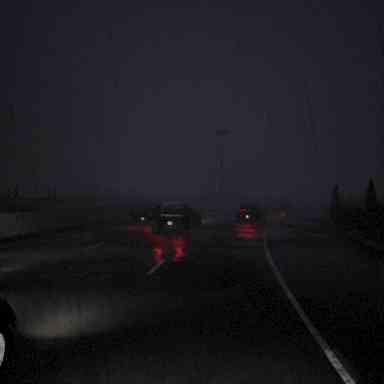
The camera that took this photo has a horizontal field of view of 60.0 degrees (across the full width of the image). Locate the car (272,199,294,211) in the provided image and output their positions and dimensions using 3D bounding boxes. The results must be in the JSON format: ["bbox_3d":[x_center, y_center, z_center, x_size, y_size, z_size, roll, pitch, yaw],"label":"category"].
[{"bbox_3d":[11.321,1.580,41.299,1.812,1.442,4.674,0,0,29],"label":"car"}]

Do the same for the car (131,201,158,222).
[{"bbox_3d":[-2.870,1.603,25.770,1.895,1.301,4.718,0,0,16],"label":"car"}]

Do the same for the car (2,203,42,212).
[{"bbox_3d":[-13.943,1.568,25.734,1.895,1.301,4.718,0,0,15],"label":"car"}]

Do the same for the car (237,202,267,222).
[{"bbox_3d":[4.802,1.533,26.638,1.837,1.490,4.892,0,0,18],"label":"car"}]

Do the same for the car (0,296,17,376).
[{"bbox_3d":[-3.226,1.496,2.365,1.837,1.490,4.892,0,0,2],"label":"car"}]

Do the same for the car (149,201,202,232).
[{"bbox_3d":[-0.653,1.499,20.507,2.128,1.511,4.902,0,0,13],"label":"car"}]

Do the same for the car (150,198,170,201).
[{"bbox_3d":[-4.249,1.482,42.090,1.882,1.535,5.008,0,0,26],"label":"car"}]

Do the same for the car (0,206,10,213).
[{"bbox_3d":[-6.402,1.335,7.165,2.097,1.767,4.553,0,0,4],"label":"car"}]
